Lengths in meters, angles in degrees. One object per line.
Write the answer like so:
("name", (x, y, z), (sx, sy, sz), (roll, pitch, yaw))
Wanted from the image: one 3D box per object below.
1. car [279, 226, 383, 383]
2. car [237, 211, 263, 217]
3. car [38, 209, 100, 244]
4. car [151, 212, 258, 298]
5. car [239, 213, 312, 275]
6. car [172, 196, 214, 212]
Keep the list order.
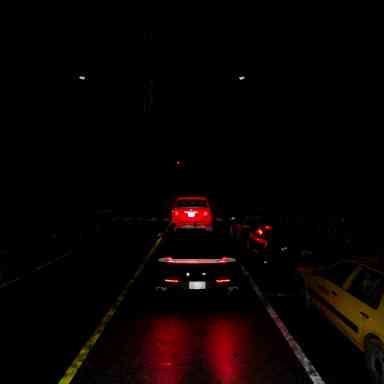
("car", (2.861, 1.524, 4.908), (1.752, 1.417, 4.829), (-1, 0, 0))
("car", (2.850, 1.576, 15.910), (1.802, 1.307, 4.206), (-1, 0, 0))
("car", (-5.696, 1.539, 15.898), (1.887, 1.381, 4.507), (-1, 0, 0))
("car", (0.090, 1.489, 8.495), (2.128, 1.511, 4.902), (0, 0, 0))
("car", (2.855, 1.562, 10.325), (1.947, 1.339, 4.313), (-1, 0, 0))
("car", (0.047, 1.214, 18.843), (2.150, 2.045, 5.566), (0, 0, 2))
